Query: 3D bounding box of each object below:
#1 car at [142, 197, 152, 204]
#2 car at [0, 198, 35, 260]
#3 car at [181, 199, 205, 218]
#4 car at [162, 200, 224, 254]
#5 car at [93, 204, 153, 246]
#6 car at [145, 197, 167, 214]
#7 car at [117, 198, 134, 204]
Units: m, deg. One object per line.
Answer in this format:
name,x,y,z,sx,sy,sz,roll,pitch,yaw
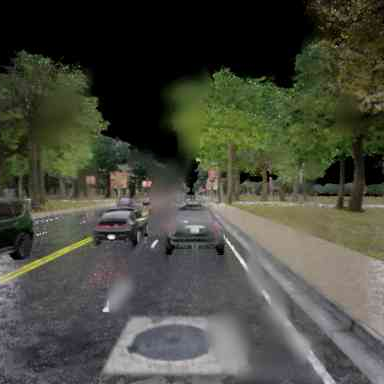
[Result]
car,-6.559,1.529,52.140,1.882,1.535,5.008,0,0,0
car,-6.600,1.226,9.489,2.150,2.045,5.566,0,0,0
car,0.101,1.509,31.861,2.128,1.511,4.902,0,0,0
car,0.101,1.357,13.598,2.097,1.767,4.553,0,0,0
car,-3.149,1.511,15.412,1.837,1.490,4.892,0,0,0
car,-3.149,1.545,32.945,1.812,1.442,4.674,0,0,0
car,-9.825,1.572,49.290,1.812,1.442,4.674,0,0,0
